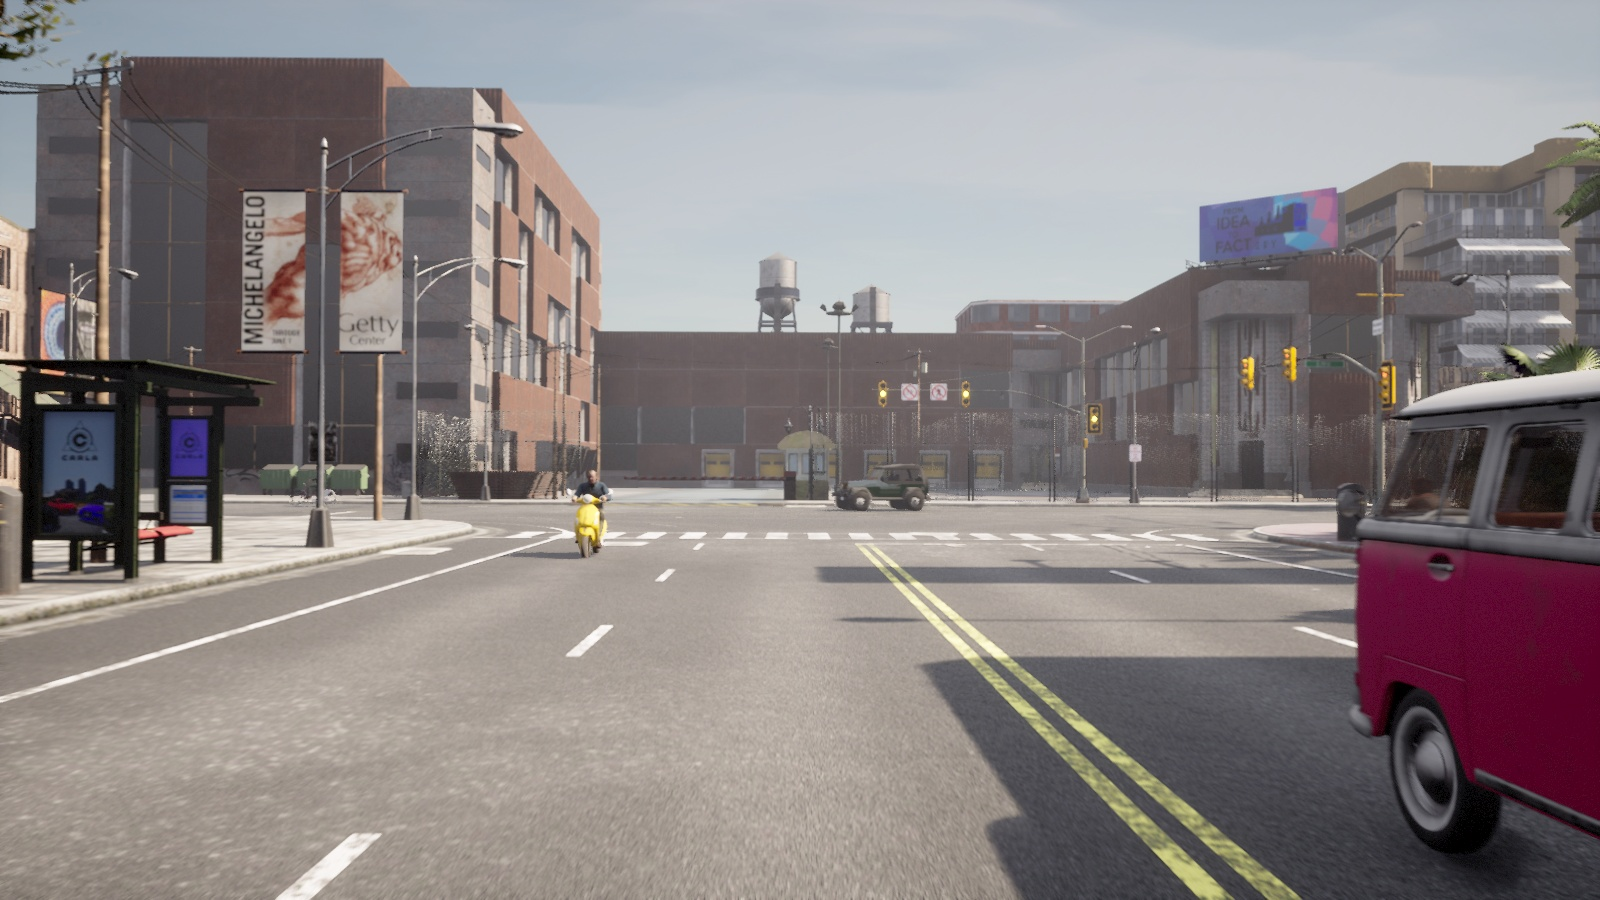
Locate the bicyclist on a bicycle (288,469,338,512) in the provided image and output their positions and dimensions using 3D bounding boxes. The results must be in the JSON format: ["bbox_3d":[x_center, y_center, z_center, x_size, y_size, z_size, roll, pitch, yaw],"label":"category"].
[{"bbox_3d":[-20.392,1.676,52.571,1.843,1.776,0.659,0,-1,0],"label":"bicyclist on a bicycle"}]

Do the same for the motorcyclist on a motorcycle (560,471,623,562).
[{"bbox_3d":[-3.800,1.182,22.980,0.866,1.590,1.817,0,-1,-1],"label":"motorcyclist on a motorcycle"}]

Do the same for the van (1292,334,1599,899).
[{"bbox_3d":[3.422,0.627,4.160,1.775,1.987,4.442,0,-1,-1],"label":"van"}]

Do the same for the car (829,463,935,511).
[{"bbox_3d":[3.294,1.477,50.692,3.866,1.878,1.905,0,-1,-16],"label":"car"}]
